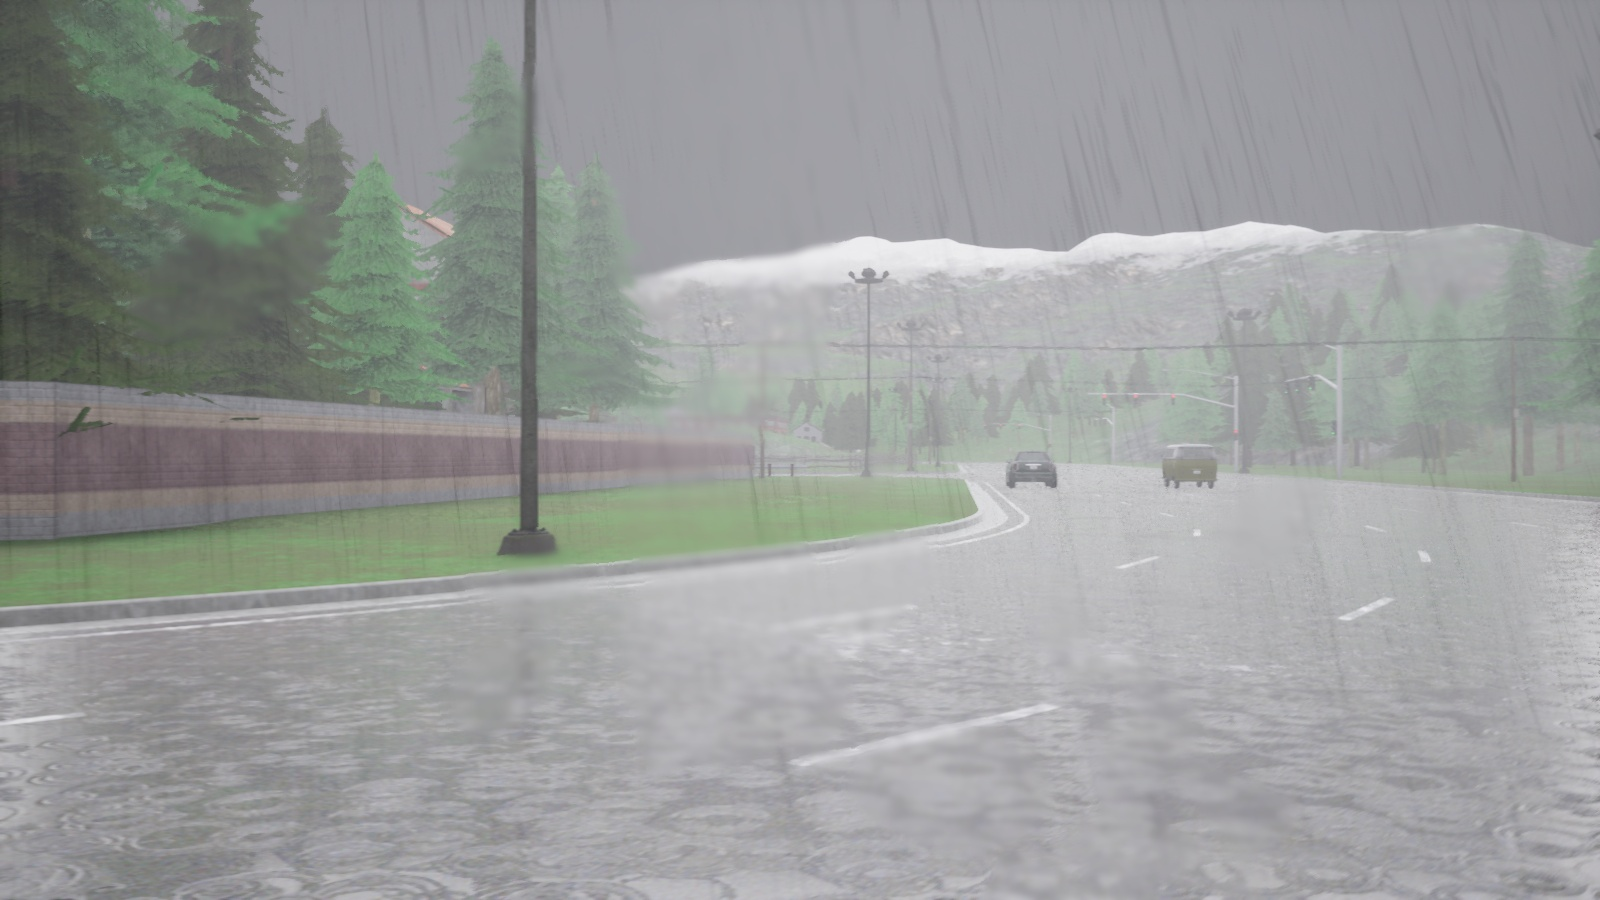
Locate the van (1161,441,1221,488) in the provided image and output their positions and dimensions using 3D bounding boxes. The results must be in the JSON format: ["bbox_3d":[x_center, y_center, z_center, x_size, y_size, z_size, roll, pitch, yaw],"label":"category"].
[{"bbox_3d":[17.499,0.633,56.403,1.775,1.987,4.442,0,0,7],"label":"van"}]

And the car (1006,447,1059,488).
[{"bbox_3d":[10.522,0.760,57.020,2.097,1.767,4.553,0,0,7],"label":"car"}]
